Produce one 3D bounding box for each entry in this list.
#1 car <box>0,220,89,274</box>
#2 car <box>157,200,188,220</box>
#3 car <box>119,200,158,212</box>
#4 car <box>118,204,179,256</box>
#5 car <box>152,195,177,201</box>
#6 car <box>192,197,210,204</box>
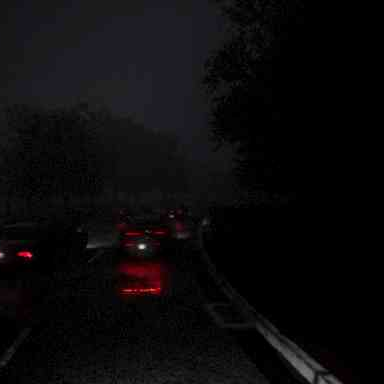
[{"bbox_3d":[-4.893,1.620,10.787,2.033,1.411,5.357,-1,0,-2],"label":"car"},{"bbox_3d":[-1.392,1.564,27.496,1.895,1.301,4.718,-1,0,3],"label":"car"},{"bbox_3d":[-4.467,1.622,27.569,1.895,1.301,4.718,-1,0,6],"label":"car"},{"bbox_3d":[-1.657,1.506,13.306,1.837,1.490,4.892,-1,1,0],"label":"car"},{"bbox_3d":[-5.631,2.016,73.016,4.902,1.511,2.128,-1,-1,22],"label":"car"},{"bbox_3d":[1.897,1.850,71.693,4.181,1.385,1.994,-2,-1,42],"label":"car"}]
